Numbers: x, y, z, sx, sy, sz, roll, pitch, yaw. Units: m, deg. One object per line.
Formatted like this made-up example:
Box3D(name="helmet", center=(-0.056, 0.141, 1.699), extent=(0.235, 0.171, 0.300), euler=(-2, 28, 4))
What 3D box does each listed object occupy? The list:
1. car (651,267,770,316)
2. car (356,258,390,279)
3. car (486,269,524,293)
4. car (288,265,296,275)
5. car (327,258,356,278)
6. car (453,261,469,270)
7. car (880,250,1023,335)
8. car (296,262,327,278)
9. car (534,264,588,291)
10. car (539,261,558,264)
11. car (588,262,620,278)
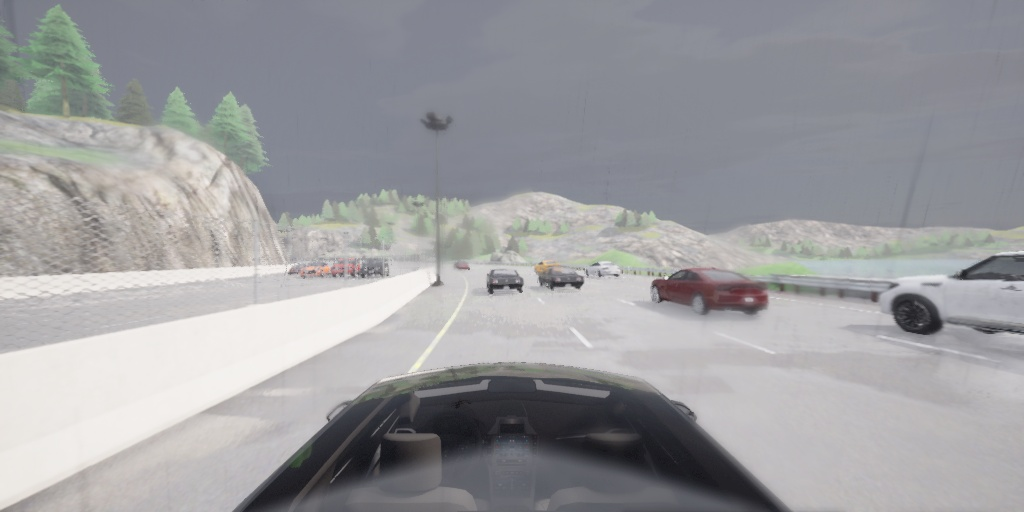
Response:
Box3D(name="car", center=(6.911, 1.162, 13.181), extent=(1.882, 1.535, 5.008), euler=(0, 0, -4))
Box3D(name="car", center=(-14.081, 1.203, 37.152), extent=(2.150, 2.045, 5.566), euler=(-1, 0, -11))
Box3D(name="car", center=(-0.552, 1.390, 21.233), extent=(1.895, 1.301, 4.718), euler=(-1, 0, -7))
Box3D(name="car", center=(-26.938, 1.716, 45.863), extent=(1.994, 1.385, 4.181), euler=(-1, 0, -15))
Box3D(name="car", center=(-18.174, 1.256, 39.567), extent=(2.150, 2.045, 5.566), euler=(-1, 0, -12))
Box3D(name="car", center=(-8.187, 1.507, 57.538), extent=(1.994, 1.385, 4.181), euler=(-1, 0, -18))
Box3D(name="car", center=(10.803, 0.849, 6.950), extent=(2.150, 2.045, 5.566), euler=(0, 0, -3))
Box3D(name="car", center=(-21.868, 1.433, 40.044), extent=(2.097, 1.767, 4.553), euler=(-1, 0, -12))
Box3D(name="car", center=(2.867, 1.350, 22.160), extent=(1.895, 1.301, 4.718), euler=(-1, 0, -7))
Box3D(name="car", center=(3.794, 1.243, 38.599), extent=(1.882, 1.535, 5.008), euler=(0, 0, -12))
Box3D(name="car", center=(8.294, 1.227, 32.978), extent=(1.812, 1.442, 4.674), euler=(0, 0, -10))
